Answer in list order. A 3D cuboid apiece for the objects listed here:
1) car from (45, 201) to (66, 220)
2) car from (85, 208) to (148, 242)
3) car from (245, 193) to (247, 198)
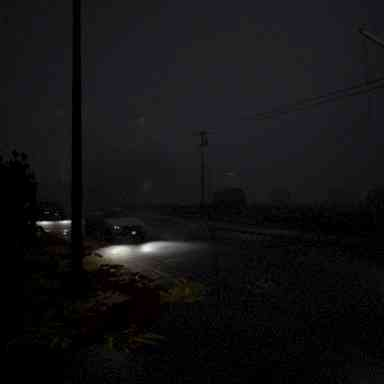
[{"bbox_3d":[-11.961,1.503,27.786,1.837,1.490,4.892,0,0,-35],"label":"car"},{"bbox_3d":[-3.924,1.525,16.548,1.812,1.442,4.674,0,0,-36],"label":"car"},{"bbox_3d":[12.447,1.108,81.807,1.905,1.878,3.866,6,3,11],"label":"car"}]
